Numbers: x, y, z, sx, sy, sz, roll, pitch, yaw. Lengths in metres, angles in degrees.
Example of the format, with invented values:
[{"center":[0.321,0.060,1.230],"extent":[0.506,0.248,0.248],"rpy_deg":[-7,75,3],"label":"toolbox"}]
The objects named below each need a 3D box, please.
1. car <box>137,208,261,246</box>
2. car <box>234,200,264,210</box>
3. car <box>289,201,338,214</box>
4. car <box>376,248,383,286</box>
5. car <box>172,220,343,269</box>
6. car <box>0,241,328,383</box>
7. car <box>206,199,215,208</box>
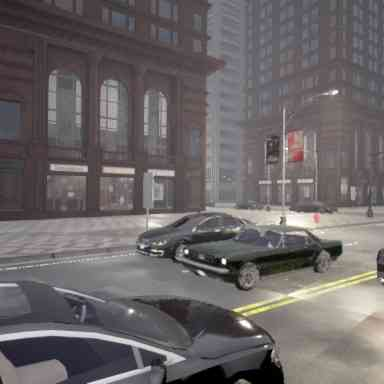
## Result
[{"center":[0.400,1.513,11.953],"extent":[4.892,1.490,1.837],"rpy_deg":[1,0,-35],"label":"car"},{"center":[7.730,1.794,45.319],"extent":[1.994,1.385,4.181],"rpy_deg":[1,-1,-35],"label":"car"},{"center":[13.492,1.733,37.221],"extent":[2.033,1.411,5.357],"rpy_deg":[1,-1,-35],"label":"car"},{"center":[6.259,1.518,7.903],"extent":[4.892,1.490,1.837],"rpy_deg":[0,0,-35],"label":"car"},{"center":[2.027,1.607,9.122],"extent":[4.718,1.301,1.895],"rpy_deg":[0,0,-35],"label":"car"},{"center":[-1.352,1.492,2.475],"extent":[4.902,1.511,2.128],"rpy_deg":[0,0,-36],"label":"car"},{"center":[1.695,1.756,53.807],"extent":[1.882,1.535,5.008],"rpy_deg":[1,-1,-35],"label":"car"}]
